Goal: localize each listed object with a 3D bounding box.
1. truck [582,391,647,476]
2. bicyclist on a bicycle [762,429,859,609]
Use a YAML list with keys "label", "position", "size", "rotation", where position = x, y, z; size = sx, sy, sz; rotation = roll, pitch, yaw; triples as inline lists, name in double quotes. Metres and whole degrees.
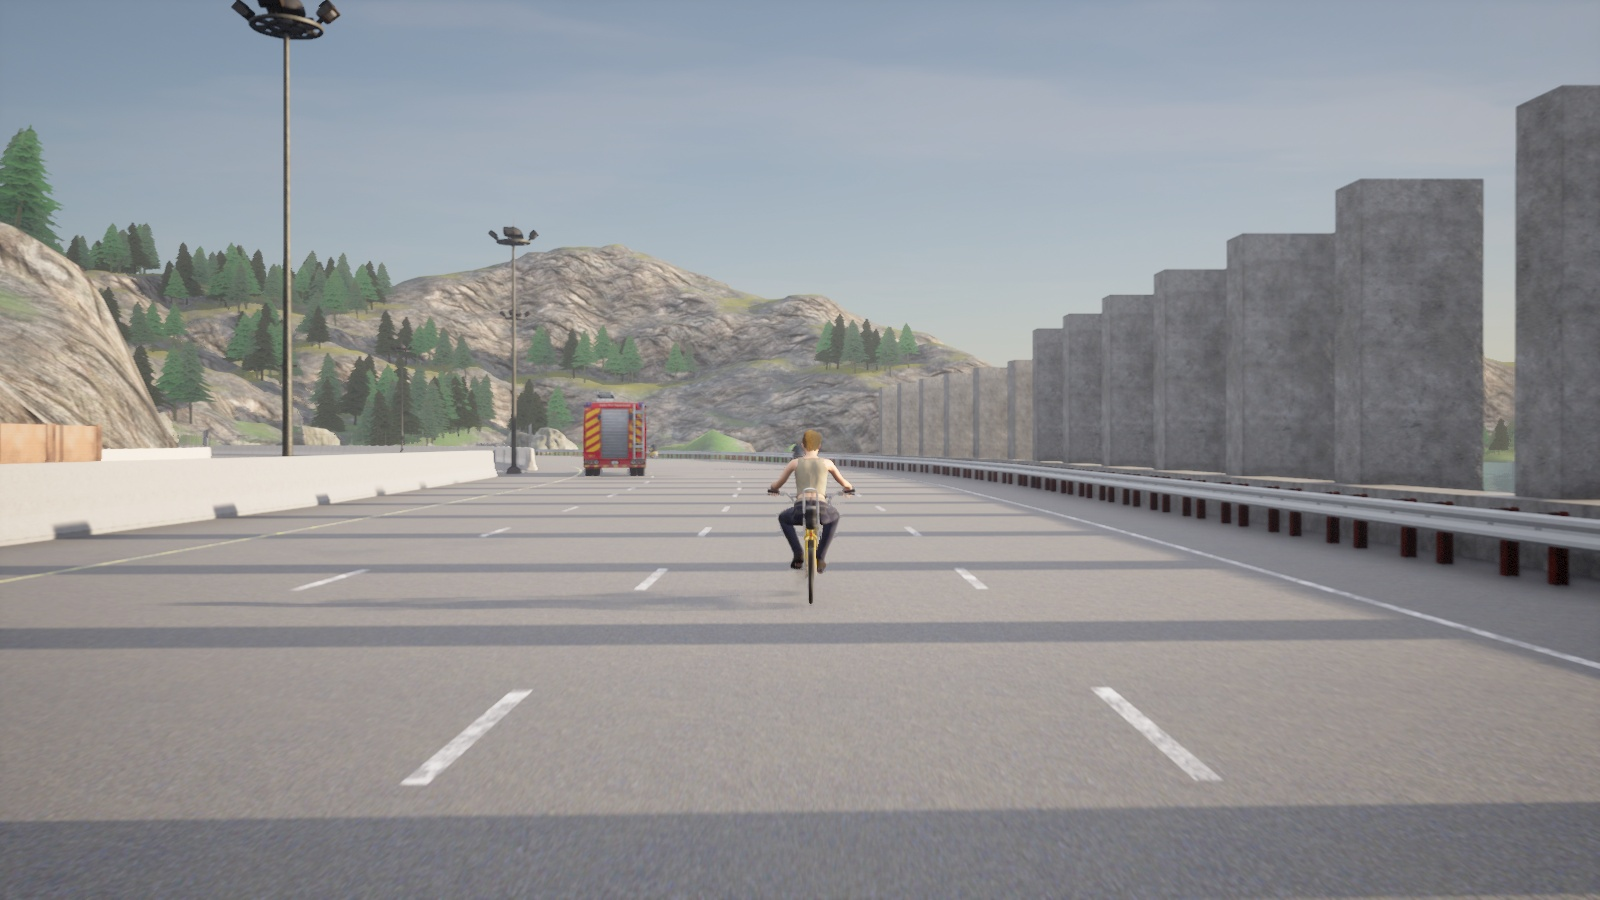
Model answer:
- label: "truck"
  position: [-8.967, -0.769, 60.954]
  size: [2.891, 3.827, 8.468]
  rotation: [0, 0, -8]
- label: "bicyclist on a bicycle"
  position: [0.105, 0.615, 12.044]
  size: [0.866, 1.612, 1.509]
  rotation: [0, 0, 1]
